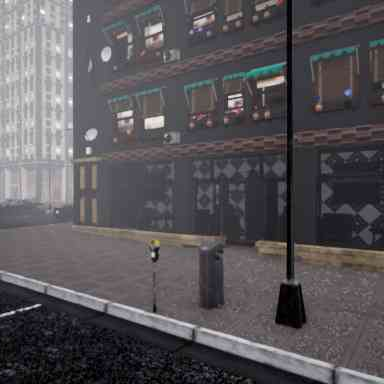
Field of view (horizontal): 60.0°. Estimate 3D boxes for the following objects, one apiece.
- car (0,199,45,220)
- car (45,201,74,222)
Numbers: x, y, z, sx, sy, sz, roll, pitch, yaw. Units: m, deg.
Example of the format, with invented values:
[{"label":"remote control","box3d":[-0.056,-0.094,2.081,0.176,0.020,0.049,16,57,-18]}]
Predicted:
[{"label":"car","box3d":[-13.255,1.266,24.401,2.128,1.511,4.902,0,1,33]},{"label":"car","box3d":[-7.349,1.279,22.815,1.947,1.339,4.313,1,1,35]}]
